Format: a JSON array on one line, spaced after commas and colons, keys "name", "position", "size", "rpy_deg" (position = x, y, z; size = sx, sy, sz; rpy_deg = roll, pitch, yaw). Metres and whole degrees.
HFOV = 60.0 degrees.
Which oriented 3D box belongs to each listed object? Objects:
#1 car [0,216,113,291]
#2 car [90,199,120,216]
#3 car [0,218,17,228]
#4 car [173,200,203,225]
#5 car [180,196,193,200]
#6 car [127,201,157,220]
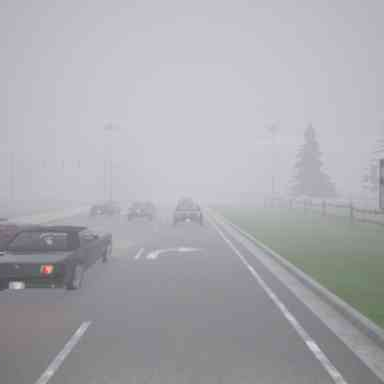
[{"name": "car", "position": [-3.478, 1.548, 8.801], "size": [1.895, 1.301, 4.718], "rpy_deg": [0, 0, -1]}, {"name": "car", "position": [-7.429, 1.356, 28.637], "size": [1.812, 1.442, 4.674], "rpy_deg": [0, 0, -1]}, {"name": "car", "position": [-7.024, 1.533, 11.434], "size": [1.895, 1.301, 4.718], "rpy_deg": [0, 0, -1]}, {"name": "car", "position": [-0.283, 1.465, 22.851], "size": [1.895, 1.301, 4.718], "rpy_deg": [0, 0, -1]}, {"name": "car", "position": [-0.679, 1.275, 38.700], "size": [1.837, 1.490, 4.892], "rpy_deg": [0, 0, -1]}, {"name": "car", "position": [-3.863, 1.392, 26.098], "size": [2.033, 1.411, 5.357], "rpy_deg": [0, 0, -1]}]
